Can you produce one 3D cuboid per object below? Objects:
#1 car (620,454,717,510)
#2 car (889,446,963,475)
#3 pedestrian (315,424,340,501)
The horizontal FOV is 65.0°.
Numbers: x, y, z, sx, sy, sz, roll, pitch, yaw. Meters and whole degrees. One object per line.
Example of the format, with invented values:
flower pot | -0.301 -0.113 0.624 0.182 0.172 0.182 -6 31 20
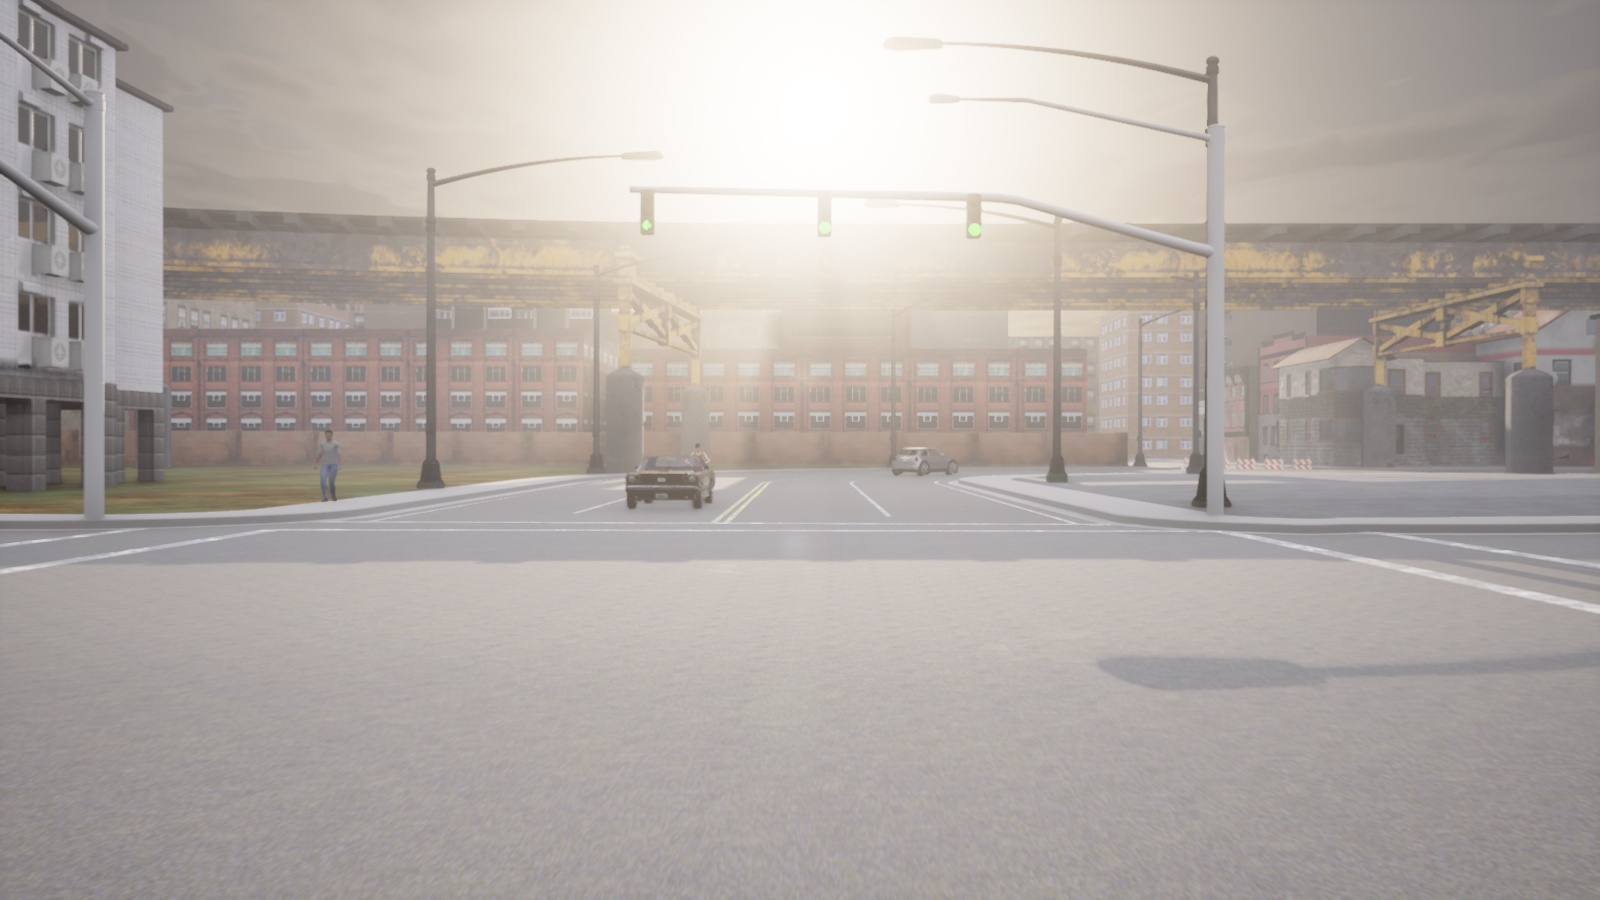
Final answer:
car | -3.270 0.758 32.109 1.895 1.301 4.718 0 0 1
car | 6.630 0.546 65.771 1.970 1.475 3.806 0 0 41
pedestrian | -11.435 0.297 30.395 0.354 1.836 0.706 0 0 -1
